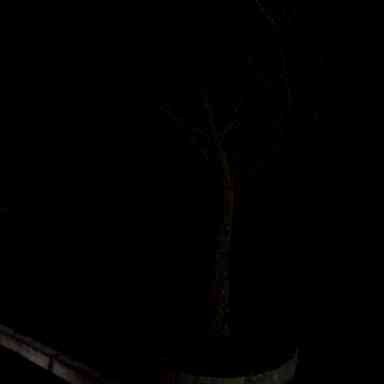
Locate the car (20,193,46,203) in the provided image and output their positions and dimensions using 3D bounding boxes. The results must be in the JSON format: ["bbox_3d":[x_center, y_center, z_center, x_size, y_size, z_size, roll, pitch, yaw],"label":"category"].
[{"bbox_3d":[-17.765,1.211,37.458,1.882,1.535,5.008,1,0,32],"label":"car"}]

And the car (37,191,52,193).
[{"bbox_3d":[-19.543,0.921,41.591,2.150,2.045,5.566,1,0,32],"label":"car"}]
